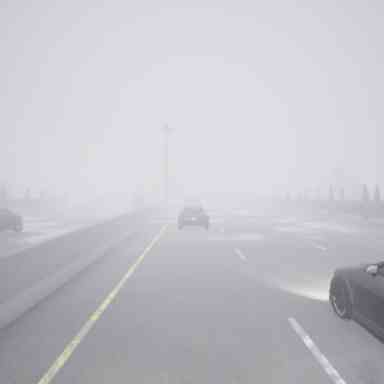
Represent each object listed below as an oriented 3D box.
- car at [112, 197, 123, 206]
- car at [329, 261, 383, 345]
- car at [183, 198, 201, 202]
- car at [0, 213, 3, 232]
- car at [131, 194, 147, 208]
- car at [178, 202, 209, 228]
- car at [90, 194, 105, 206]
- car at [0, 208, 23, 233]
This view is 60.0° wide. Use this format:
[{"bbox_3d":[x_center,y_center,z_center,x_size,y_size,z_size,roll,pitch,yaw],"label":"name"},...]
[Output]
[{"bbox_3d":[-13.347,1.709,59.562,1.837,1.490,4.892,0,0,-13],"label":"car"},{"bbox_3d":[3.601,1.570,4.687,1.994,1.385,4.181,0,0,0],"label":"car"},{"bbox_3d":[-0.006,1.449,39.815,2.097,1.767,4.553,0,0,-1],"label":"car"},{"bbox_3d":[-7.100,1.516,8.305,1.837,1.490,4.892,0,0,0],"label":"car"},{"bbox_3d":[-8.131,1.373,51.127,2.150,2.045,5.566,0,0,-8],"label":"car"},{"bbox_3d":[0.101,1.604,22.301,1.994,1.385,4.181,0,0,0],"label":"car"},{"bbox_3d":[-17.151,1.439,60.419,2.150,2.045,5.566,0,0,-14],"label":"car"},{"bbox_3d":[-10.599,1.554,17.371,1.812,1.442,4.674,0,0,0],"label":"car"}]
